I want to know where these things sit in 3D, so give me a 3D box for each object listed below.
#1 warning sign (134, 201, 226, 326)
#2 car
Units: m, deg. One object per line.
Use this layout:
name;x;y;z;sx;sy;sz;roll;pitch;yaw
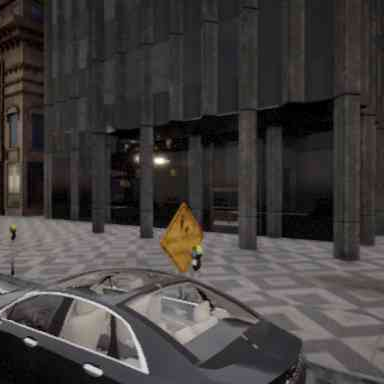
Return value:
warning sign;-0.181;1.115;5.928;1.060;1.860;1.300;0;0;36
car;-0.993;1.550;3.670;4.403;1.369;2.008;0;0;36
